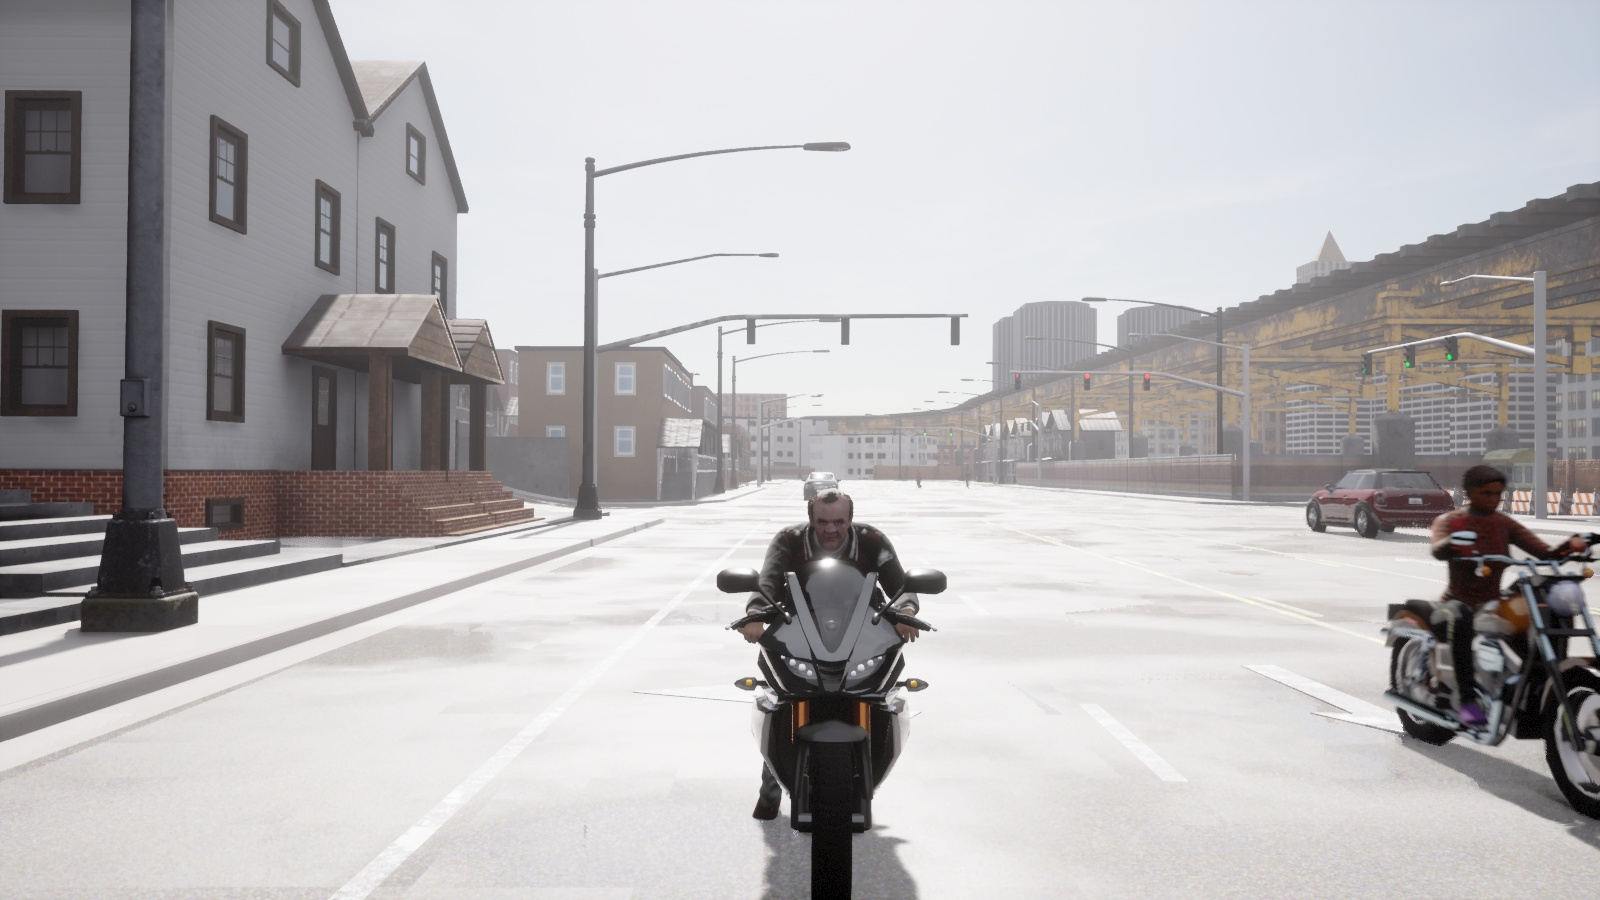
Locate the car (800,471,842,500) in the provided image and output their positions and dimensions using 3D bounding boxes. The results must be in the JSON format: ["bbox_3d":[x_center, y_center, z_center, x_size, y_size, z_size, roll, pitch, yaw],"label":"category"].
[{"bbox_3d":[1.191,1.906,68.064,2.128,1.511,4.902,0,-1,2],"label":"car"}]

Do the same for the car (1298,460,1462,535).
[{"bbox_3d":[14.561,1.149,31.838,2.097,1.767,4.553,0,-1,1],"label":"car"}]

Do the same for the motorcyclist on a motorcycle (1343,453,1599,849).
[{"bbox_3d":[3.652,0.854,6.408,0.766,1.649,2.350,0,-1,1],"label":"motorcyclist on a motorcycle"}]

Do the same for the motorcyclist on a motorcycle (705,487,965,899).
[{"bbox_3d":[0.135,0.938,5.312,0.866,1.530,2.191,0,-1,1],"label":"motorcyclist on a motorcycle"}]
